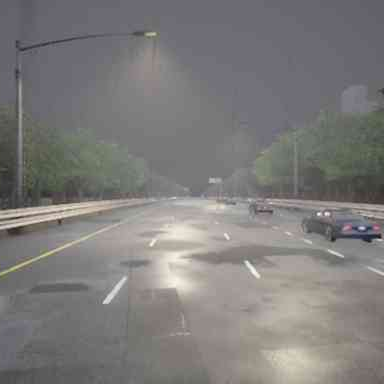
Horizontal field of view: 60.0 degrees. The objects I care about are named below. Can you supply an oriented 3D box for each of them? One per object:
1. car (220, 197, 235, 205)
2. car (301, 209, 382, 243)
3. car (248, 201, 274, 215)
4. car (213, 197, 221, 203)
[{"bbox_3d":[7.197,1.861,64.074,2.033,1.411,5.357,0,-1,0],"label":"car"},{"bbox_3d":[7.013,1.554,16.233,2.033,1.411,5.357,0,0,0],"label":"car"},{"bbox_3d":[7.052,1.600,34.483,2.033,1.411,5.357,0,0,0],"label":"car"},{"bbox_3d":[7.377,1.972,87.052,2.097,1.767,4.553,0,-1,1],"label":"car"}]
